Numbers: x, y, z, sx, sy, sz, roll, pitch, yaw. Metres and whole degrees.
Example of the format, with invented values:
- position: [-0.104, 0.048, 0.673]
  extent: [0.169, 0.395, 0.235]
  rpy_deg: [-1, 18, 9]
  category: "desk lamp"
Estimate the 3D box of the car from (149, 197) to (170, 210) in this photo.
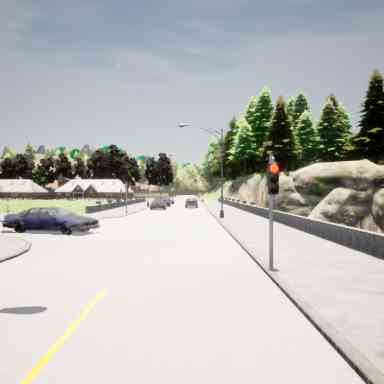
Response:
- position: [-4.240, 1.526, 42.674]
  extent: [1.812, 1.442, 4.674]
  rpy_deg: [0, 0, -1]
  category: "car"

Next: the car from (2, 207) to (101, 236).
- position: [-7.775, 1.546, 18.373]
  extent: [5.357, 1.411, 2.033]
  rpy_deg: [0, 0, 17]
  category: "car"

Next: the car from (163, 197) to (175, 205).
- position: [-4.263, 1.601, 62.194]
  extent: [1.895, 1.301, 4.718]
  rpy_deg: [0, 0, 0]
  category: "car"

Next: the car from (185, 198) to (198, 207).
- position: [-0.063, 1.547, 50.167]
  extent: [2.033, 1.411, 5.357]
  rpy_deg: [0, 0, 0]
  category: "car"

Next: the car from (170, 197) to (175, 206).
- position: [-4.265, 1.547, 52.382]
  extent: [2.033, 1.411, 5.357]
  rpy_deg: [0, 0, -1]
  category: "car"
